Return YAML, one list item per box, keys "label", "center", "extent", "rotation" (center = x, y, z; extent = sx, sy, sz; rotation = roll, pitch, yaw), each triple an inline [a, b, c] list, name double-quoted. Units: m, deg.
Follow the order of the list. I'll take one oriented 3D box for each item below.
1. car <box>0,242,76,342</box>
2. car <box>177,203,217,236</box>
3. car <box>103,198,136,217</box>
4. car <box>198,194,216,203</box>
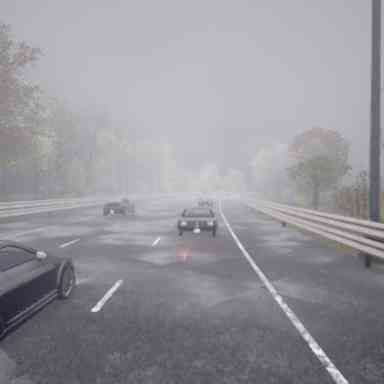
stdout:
- label: "car"
  center: [-3.538, 1.504, 5.542]
  extent: [1.994, 1.385, 4.181]
  rotation: [0, 0, 1]
- label: "car"
  center: [0.337, 1.459, 17.513]
  extent: [1.895, 1.301, 4.718]
  rotation: [0, 0, 2]
- label: "car"
  center: [-6.126, 1.254, 28.405]
  extent: [1.837, 1.490, 4.892]
  rotation: [0, 0, 3]
- label: "car"
  center: [1.793, 1.263, 42.957]
  extent: [1.895, 1.301, 4.718]
  rotation: [0, 0, 4]
